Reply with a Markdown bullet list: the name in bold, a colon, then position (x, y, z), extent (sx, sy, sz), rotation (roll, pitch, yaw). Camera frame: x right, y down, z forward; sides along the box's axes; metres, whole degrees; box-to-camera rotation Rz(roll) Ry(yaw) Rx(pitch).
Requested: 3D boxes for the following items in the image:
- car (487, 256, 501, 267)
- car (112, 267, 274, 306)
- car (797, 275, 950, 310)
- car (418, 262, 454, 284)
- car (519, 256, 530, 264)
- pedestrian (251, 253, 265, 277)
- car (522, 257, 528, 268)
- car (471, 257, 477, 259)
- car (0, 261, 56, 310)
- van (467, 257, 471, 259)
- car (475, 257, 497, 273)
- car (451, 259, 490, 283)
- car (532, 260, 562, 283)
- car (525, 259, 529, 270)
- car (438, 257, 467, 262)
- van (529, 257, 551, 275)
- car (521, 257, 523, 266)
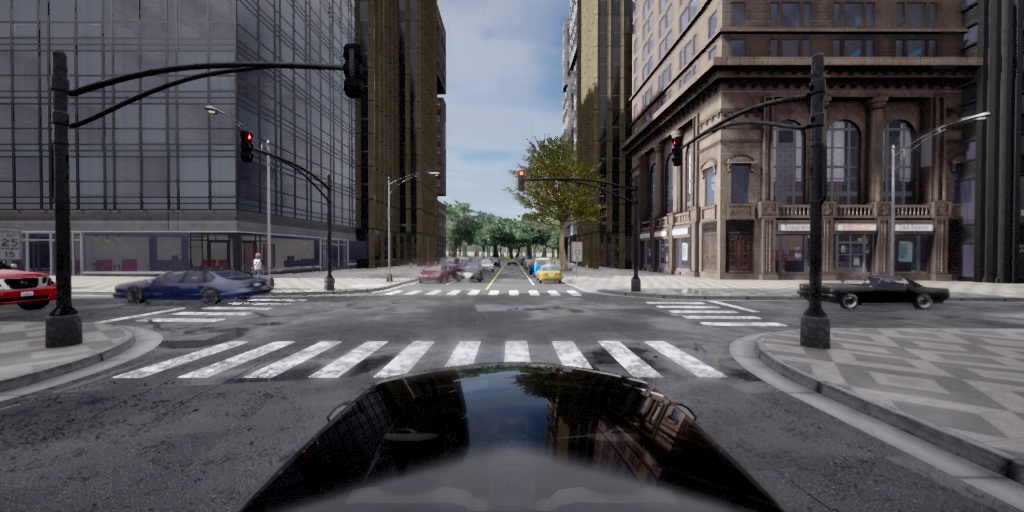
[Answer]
- **car**: position (-3.038, 0.994, 61.199), extent (2.097, 1.767, 4.553), rotation (0, 0, 0)
- **car**: position (-12.823, 1.179, 14.613), extent (5.357, 1.411, 2.033), rotation (1, 1, 2)
- **car**: position (14.702, 1.442, 14.820), extent (4.718, 1.301, 1.895), rotation (0, 1, 0)
- **car**: position (-5.779, 1.308, 26.954), extent (1.802, 1.307, 4.207), rotation (0, 0, 0)
- **car**: position (2.726, 1.196, 61.046), extent (2.007, 1.370, 4.403), rotation (0, 0, 0)
- **pedestrian**: position (-12.533, 0.739, 17.778), extent (0.375, 1.860, 0.375), rotation (0, 0, 0)
- **car**: position (2.733, 1.203, 49.857), extent (1.751, 1.417, 4.829), rotation (0, 0, 0)
- **car**: position (-5.789, 1.007, 43.995), extent (2.192, 1.841, 5.009), rotation (0, 0, 0)
- **car**: position (-18.381, 0.840, 11.526), extent (5.566, 2.045, 2.150), rotation (1, 1, 0)
- **van**: position (-5.786, 1.046, 38.315), extent (1.690, 1.789, 3.998), rotation (0, 0, 0)
- **car**: position (-3.117, 1.219, 43.275), extent (1.812, 1.442, 4.674), rotation (0, 0, 0)
- **car**: position (-3.117, 1.216, 27.703), extent (2.128, 1.511, 4.902), rotation (0, 0, 0)
- **car**: position (2.747, 1.251, 27.138), extent (1.751, 1.417, 4.829), rotation (0, 0, 0)
- **car**: position (2.740, 1.271, 38.328), extent (1.948, 1.339, 4.313), rotation (0, 0, 0)
- **car**: position (-5.782, 1.031, 32.635), extent (2.192, 1.841, 5.009), rotation (0, 0, 0)
- **van**: position (2.743, 1.057, 32.649), extent (1.690, 1.789, 3.998), rotation (0, 0, 0)
- **car**: position (2.729, 1.207, 55.366), extent (1.888, 1.381, 4.507), rotation (0, 0, 0)
